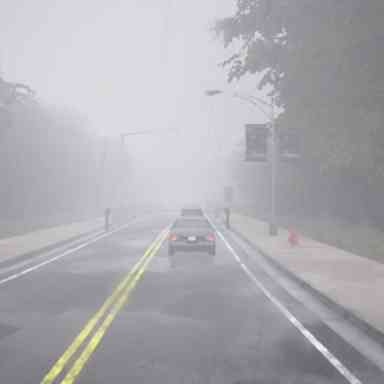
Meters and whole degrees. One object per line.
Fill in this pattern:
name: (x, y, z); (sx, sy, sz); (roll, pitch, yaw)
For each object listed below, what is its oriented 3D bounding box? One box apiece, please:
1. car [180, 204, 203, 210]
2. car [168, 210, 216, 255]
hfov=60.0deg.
car: (-0.027, 1.772, 29.495); (1.882, 1.535, 5.008); (0, 0, 0)
car: (-0.004, 1.688, 14.006); (2.033, 1.411, 5.357); (0, -1, 0)
